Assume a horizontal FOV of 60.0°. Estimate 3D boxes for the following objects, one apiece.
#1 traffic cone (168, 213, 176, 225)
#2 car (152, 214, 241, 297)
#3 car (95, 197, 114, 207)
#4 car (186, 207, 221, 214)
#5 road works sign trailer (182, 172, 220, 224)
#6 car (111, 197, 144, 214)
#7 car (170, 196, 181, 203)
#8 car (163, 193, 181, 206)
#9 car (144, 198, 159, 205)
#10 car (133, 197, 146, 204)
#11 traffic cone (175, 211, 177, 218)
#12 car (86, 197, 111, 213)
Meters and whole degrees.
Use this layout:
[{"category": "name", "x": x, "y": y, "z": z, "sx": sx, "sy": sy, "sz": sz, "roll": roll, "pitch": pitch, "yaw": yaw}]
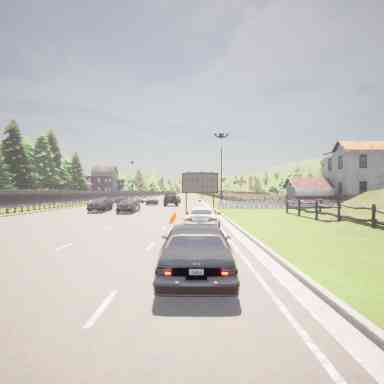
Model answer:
[{"category": "traffic cone", "x": -1.457, "y": 1.955, "z": 23.098, "sx": 0.340, "sy": 0.580, "sz": 0.340, "roll": 0, "pitch": 0, "yaw": 0}, {"category": "car", "x": 0.109, "y": 1.547, "z": 8.742, "sx": 2.033, "sy": 1.411, "sz": 5.357, "roll": 0, "pitch": 0, "yaw": 1}, {"category": "car", "x": -13.830, "y": 1.526, "z": 52.789, "sx": 1.812, "sy": 1.442, "sz": 4.674, "roll": 0, "pitch": 0, "yaw": 0}, {"category": "car", "x": 0.599, "y": 1.538, "z": 18.414, "sx": 1.812, "sy": 1.442, "sz": 4.674, "roll": 0, "pitch": -1, "yaw": 5}, {"category": "road works sign trailer", "x": 0.517, "y": 0.464, "z": 22.028, "sx": 2.380, "sy": 3.560, "sz": 2.880, "roll": 0, "pitch": 0, "yaw": -5}, {"category": "car", "x": -6.852, "y": 1.547, "z": 35.973, "sx": 2.033, "sy": 1.411, "sz": 5.357, "roll": 0, "pitch": 0, "yaw": 0}, {"category": "car", "x": -3.308, "y": 1.564, "z": 68.494, "sx": 1.994, "sy": 1.385, "sz": 4.181, "roll": 0, "pitch": 0, "yaw": 0}, {"category": "car", "x": -3.329, "y": 1.221, "z": 53.279, "sx": 2.150, "sy": 2.045, "sz": 5.566, "roll": 0, "pitch": 0, "yaw": 0}, {"category": "car", "x": -6.824, "y": 1.601, "z": 57.532, "sx": 1.895, "sy": 1.301, "sz": 4.718, "roll": 0, "pitch": 0, "yaw": 0}, {"category": "car", "x": -10.314, "y": 1.600, "z": 65.383, "sx": 1.895, "sy": 1.301, "sz": 4.718, "roll": 0, "pitch": 0, "yaw": 0}, {"category": "traffic cone", "x": -1.454, "y": 1.955, "z": 25.098, "sx": 0.340, "sy": 0.580, "sz": 0.340, "roll": 0, "pitch": 0, "yaw": 0}, {"category": "car", "x": -10.349, "y": 1.547, "z": 37.700, "sx": 2.033, "sy": 1.411, "sz": 5.357, "roll": 0, "pitch": 0, "yaw": 0}]
